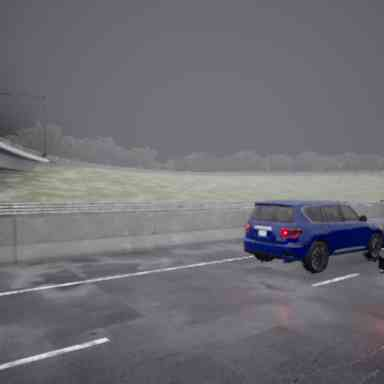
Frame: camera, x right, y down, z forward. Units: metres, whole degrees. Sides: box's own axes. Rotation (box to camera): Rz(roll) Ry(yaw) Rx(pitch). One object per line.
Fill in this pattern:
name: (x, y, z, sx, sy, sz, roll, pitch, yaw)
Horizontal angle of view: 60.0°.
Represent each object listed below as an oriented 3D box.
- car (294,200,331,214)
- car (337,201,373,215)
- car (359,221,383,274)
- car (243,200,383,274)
car: (14.604, 1.774, 40.208, 4.892, 1.490, 1.837, 1, 0, -35)
car: (19.263, 1.826, 39.234, 4.674, 1.442, 1.812, 1, -1, -35)
car: (6.656, 1.557, 8.500, 4.902, 1.511, 2.128, 1, 0, -36)
car: (4.193, 1.284, 11.042, 5.566, 2.045, 2.150, 0, 0, -36)
